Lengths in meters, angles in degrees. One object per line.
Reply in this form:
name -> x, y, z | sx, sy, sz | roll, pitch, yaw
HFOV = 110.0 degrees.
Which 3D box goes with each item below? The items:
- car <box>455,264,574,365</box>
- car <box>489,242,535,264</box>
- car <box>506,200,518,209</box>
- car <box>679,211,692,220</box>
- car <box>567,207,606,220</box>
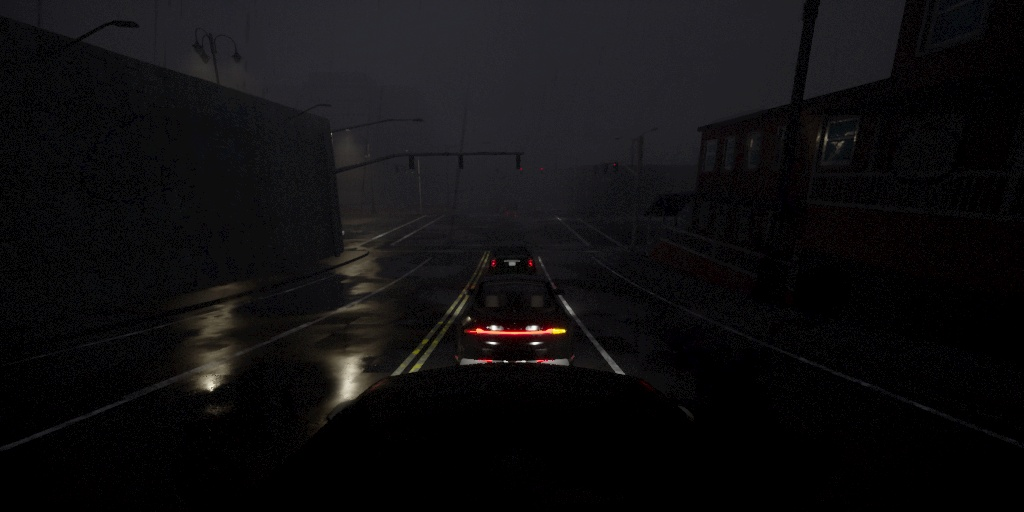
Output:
car -> 0.051, 1.121, 7.195 | 1.837, 1.490, 4.892 | 0, 2, 0
car -> 0.011, 0.084, 17.446 | 2.097, 1.767, 4.553 | 0, 7, 0
car -> 0.017, -8.709, 60.748 | 1.812, 1.442, 4.674 | 0, 12, 1
car -> 24.142, -5.426, 46.068 | 4.718, 1.301, 1.895 | 0, 12, 0
car -> 9.596, -5.529, 46.101 | 4.892, 1.490, 1.837 | 0, 12, 0
